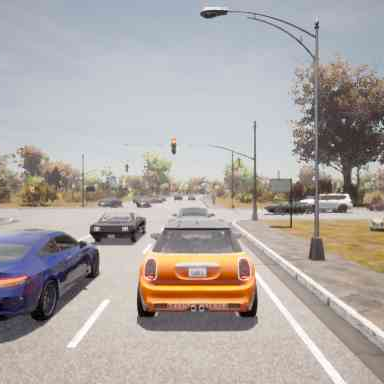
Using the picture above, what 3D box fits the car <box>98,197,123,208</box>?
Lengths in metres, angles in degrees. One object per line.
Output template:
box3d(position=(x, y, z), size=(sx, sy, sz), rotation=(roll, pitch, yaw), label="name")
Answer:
box3d(position=(-11.491, 1.492, 47.293), size=(2.128, 1.511, 4.902), rotation=(0, 0, 14), label="car")

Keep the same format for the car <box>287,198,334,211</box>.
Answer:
box3d(position=(14.037, 1.504, 39.631), size=(4.892, 1.490, 1.837), rotation=(0, 0, 3), label="car")

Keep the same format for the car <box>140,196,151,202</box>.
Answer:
box3d(position=(-10.593, 1.552, 76.163), size=(1.994, 1.385, 4.181), rotation=(0, 0, 0), label="car")

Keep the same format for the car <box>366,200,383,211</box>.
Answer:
box3d(position=(22.927, 1.555, 39.159), size=(4.181, 1.385, 1.994), rotation=(0, 0, 3), label="car")

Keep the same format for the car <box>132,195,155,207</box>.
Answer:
box3d(position=(-6.929, 1.491, 48.084), size=(2.128, 1.511, 4.902), rotation=(0, 0, -3), label="car")

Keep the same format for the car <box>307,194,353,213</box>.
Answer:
box3d(position=(14.422, 1.221, 36.103), size=(5.566, 2.045, 2.150), rotation=(0, 0, 3), label="car")

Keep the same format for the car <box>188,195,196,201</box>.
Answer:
box3d(position=(-0.099, 1.552, 84.730), size=(1.994, 1.385, 4.181), rotation=(0, 0, 0), label="car")

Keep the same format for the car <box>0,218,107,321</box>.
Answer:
box3d(position=(-3.409, 1.526, 7.161), size=(1.812, 1.442, 4.674), rotation=(0, 0, 0), label="car")

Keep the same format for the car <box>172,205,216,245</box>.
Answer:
box3d(position=(0.079, 1.505, 16.587), size=(1.837, 1.490, 4.892), rotation=(0, 0, 0), label="car")

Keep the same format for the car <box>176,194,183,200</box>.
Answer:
box3d(position=(-3.571, 1.374, 95.005), size=(1.812, 1.442, 4.674), rotation=(0, 0, 1), label="car")

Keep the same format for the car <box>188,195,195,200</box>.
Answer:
box3d(position=(-0.073, 1.595, 94.768), size=(1.895, 1.301, 4.718), rotation=(0, 0, 1), label="car")

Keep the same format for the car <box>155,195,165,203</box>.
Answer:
box3d(position=(-7.107, 1.351, 66.753), size=(2.097, 1.767, 4.553), rotation=(0, 0, 0), label="car")

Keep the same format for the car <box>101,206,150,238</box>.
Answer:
box3d(position=(-3.420, 1.601, 16.319), size=(1.895, 1.301, 4.718), rotation=(0, 0, 0), label="car")

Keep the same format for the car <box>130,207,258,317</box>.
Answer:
box3d(position=(0.091, 1.352, 7.629), size=(2.097, 1.767, 4.553), rotation=(0, 0, 0), label="car")

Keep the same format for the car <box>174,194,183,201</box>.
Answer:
box3d(position=(-3.599, 1.492, 84.597), size=(1.837, 1.490, 4.892), rotation=(0, 0, 0), label="car")

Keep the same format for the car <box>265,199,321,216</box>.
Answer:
box3d(position=(9.665, 1.600, 32.634), size=(4.718, 1.301, 1.895), rotation=(0, 0, 4), label="car")

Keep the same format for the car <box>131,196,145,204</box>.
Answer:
box3d(position=(-10.604, 1.507, 65.831), size=(1.837, 1.490, 4.892), rotation=(0, -1, 0), label="car")
